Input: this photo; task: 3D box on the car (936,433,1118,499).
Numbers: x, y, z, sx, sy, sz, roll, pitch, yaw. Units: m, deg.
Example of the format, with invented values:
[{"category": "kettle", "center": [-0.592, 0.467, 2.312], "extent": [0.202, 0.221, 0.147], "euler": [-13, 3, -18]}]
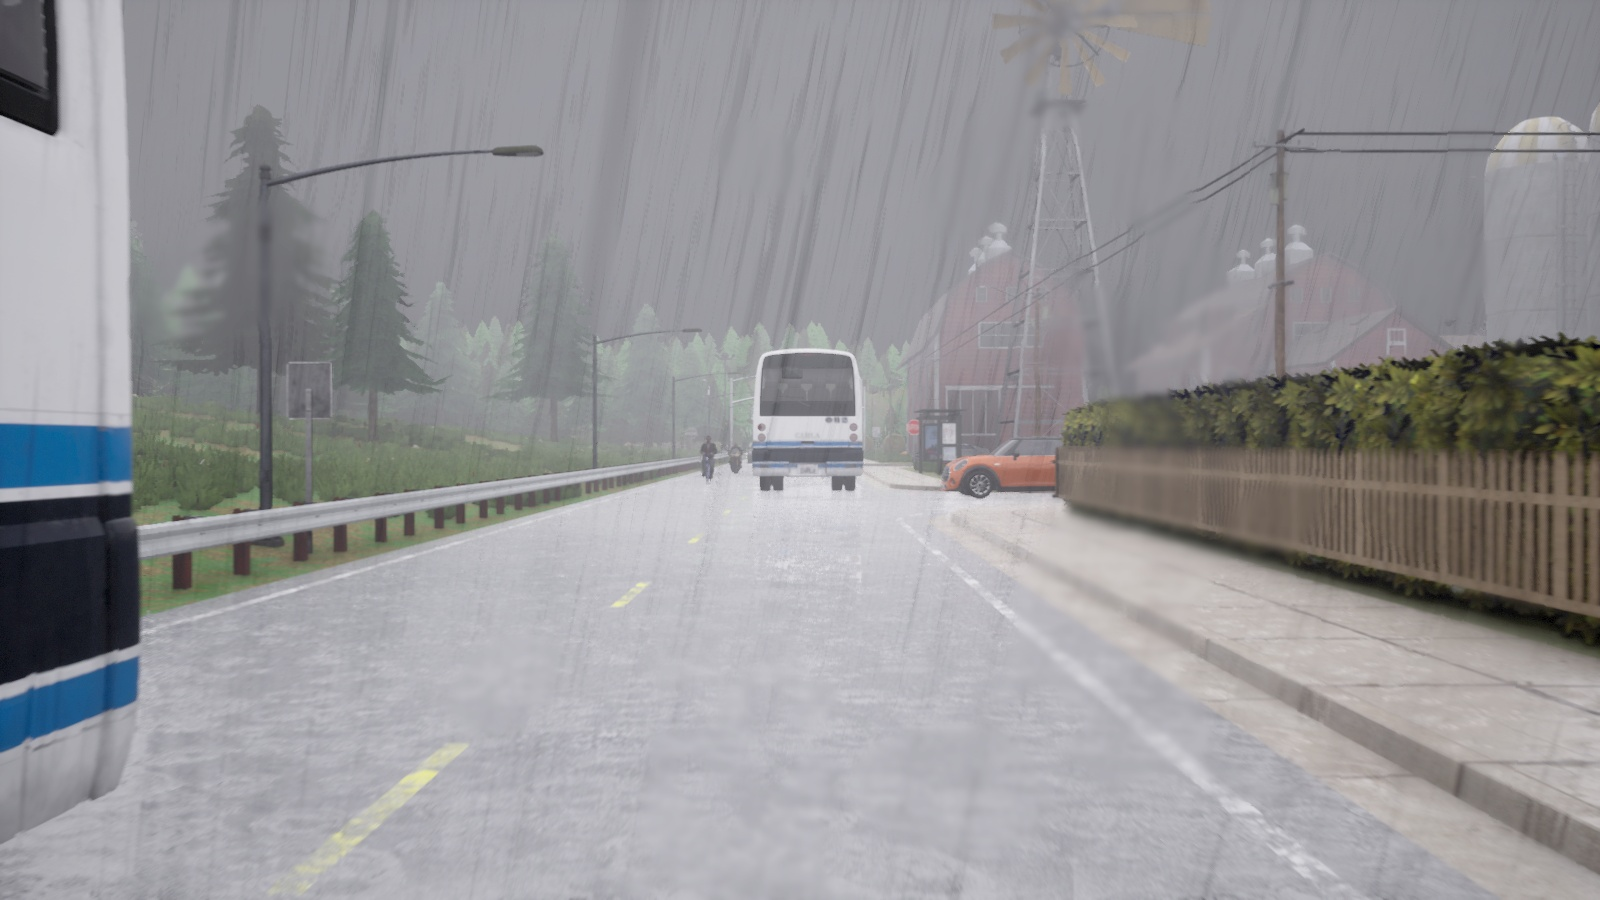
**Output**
[{"category": "car", "center": [6.125, 0.420, 34.283], "extent": [4.553, 1.767, 2.097], "euler": [0, 0, -1]}]

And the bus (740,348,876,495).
[{"category": "bus", "center": [0.253, -0.860, 41.602], "extent": [3.944, 4.253, 10.273], "euler": [0, 0, 0]}]

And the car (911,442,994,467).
[{"category": "car", "center": [9.341, 0.283, 77.203], "extent": [4.902, 1.511, 2.128], "euler": [0, 0, 1]}]

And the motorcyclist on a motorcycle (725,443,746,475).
[{"category": "motorcyclist on a motorcycle", "center": [-3.137, 0.441, 61.095], "extent": [0.866, 1.530, 2.191], "euler": [0, 0, 0]}]
